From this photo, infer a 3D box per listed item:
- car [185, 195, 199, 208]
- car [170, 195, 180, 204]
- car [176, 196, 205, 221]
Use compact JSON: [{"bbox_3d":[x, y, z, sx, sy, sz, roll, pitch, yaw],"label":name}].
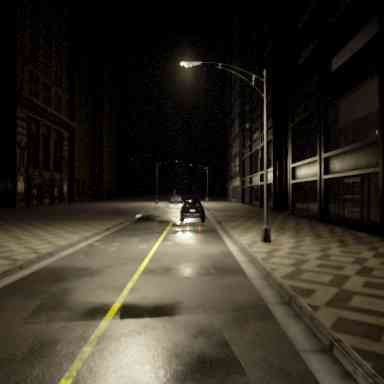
[{"bbox_3d":[0.008,1.420,50.973,2.097,1.767,4.553,0,0,0],"label":"car"},{"bbox_3d":[-3.010,1.440,64.403,2.097,1.767,4.553,0,0,0],"label":"car"},{"bbox_3d":[0.054,1.450,27.198,2.033,1.649,4.856,0,0,1],"label":"car"}]
